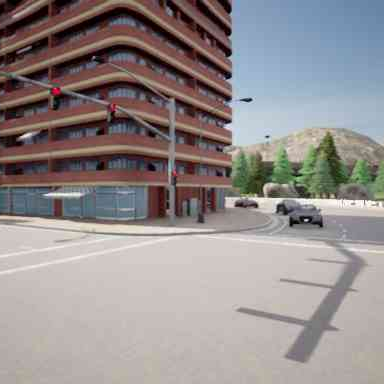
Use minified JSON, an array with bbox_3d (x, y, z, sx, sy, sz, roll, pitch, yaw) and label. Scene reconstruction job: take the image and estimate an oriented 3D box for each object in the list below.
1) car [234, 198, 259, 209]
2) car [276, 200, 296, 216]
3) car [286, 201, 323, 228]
[{"bbox_3d":[7.422,1.528,45.422,1.994,1.385,4.181,0,0,-20],"label":"car"},{"bbox_3d":[9.528,1.488,32.518,1.812,1.442,4.674,0,0,0],"label":"car"},{"bbox_3d":[7.528,1.523,21.956,1.994,1.385,4.181,0,0,19],"label":"car"}]
